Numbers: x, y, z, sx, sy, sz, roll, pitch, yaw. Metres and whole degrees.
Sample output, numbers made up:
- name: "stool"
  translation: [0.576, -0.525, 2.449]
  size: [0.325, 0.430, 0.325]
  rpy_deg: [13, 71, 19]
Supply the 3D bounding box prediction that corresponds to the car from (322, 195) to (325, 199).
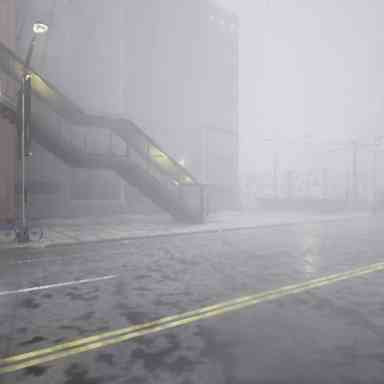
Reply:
- name: "car"
  translation: [29.823, 1.450, 76.670]
  size: [3.806, 1.475, 1.970]
  rpy_deg: [0, 0, -36]
